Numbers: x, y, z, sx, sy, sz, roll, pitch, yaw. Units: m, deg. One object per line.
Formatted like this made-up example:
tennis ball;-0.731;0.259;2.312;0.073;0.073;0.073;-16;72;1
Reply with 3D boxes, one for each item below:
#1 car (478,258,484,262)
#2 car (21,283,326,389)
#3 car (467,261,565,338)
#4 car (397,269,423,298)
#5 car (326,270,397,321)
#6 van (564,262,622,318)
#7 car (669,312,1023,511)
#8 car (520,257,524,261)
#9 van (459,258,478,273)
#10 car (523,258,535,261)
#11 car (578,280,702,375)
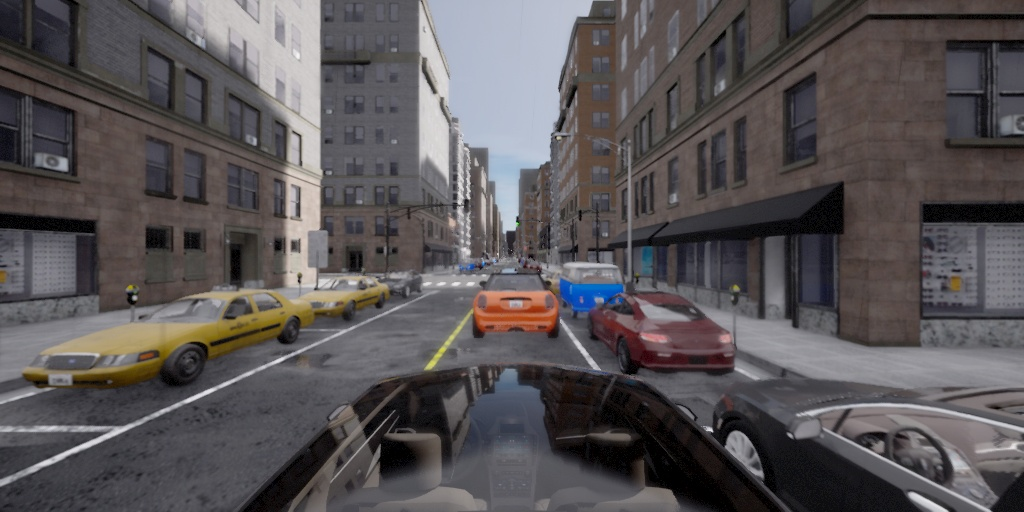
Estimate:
car;-5.731;1.226;56.932;2.192;1.841;5.009;0;0;0
car;-5.848;1.295;7.057;1.751;1.417;4.829;0;0;0
car;0.100;1.133;10.406;2.097;1.767;4.553;0;0;0
car;-5.821;1.354;18.563;2.007;1.370;4.403;0;0;0
car;-5.834;1.313;12.726;1.751;1.417;4.829;0;0;0
van;2.691;1.128;12.892;1.690;1.789;3.998;0;0;0
car;2.665;1.300;1.551;2.007;1.370;4.403;0;0;0
car;2.795;1.226;56.927;2.192;1.841;5.009;0;0;0
van;-5.757;1.223;45.759;1.690;1.789;3.998;0;0;0
car;2.769;1.322;45.757;1.967;1.591;4.097;0;0;0
car;2.678;1.351;7.222;1.802;1.307;4.207;0;0;0
